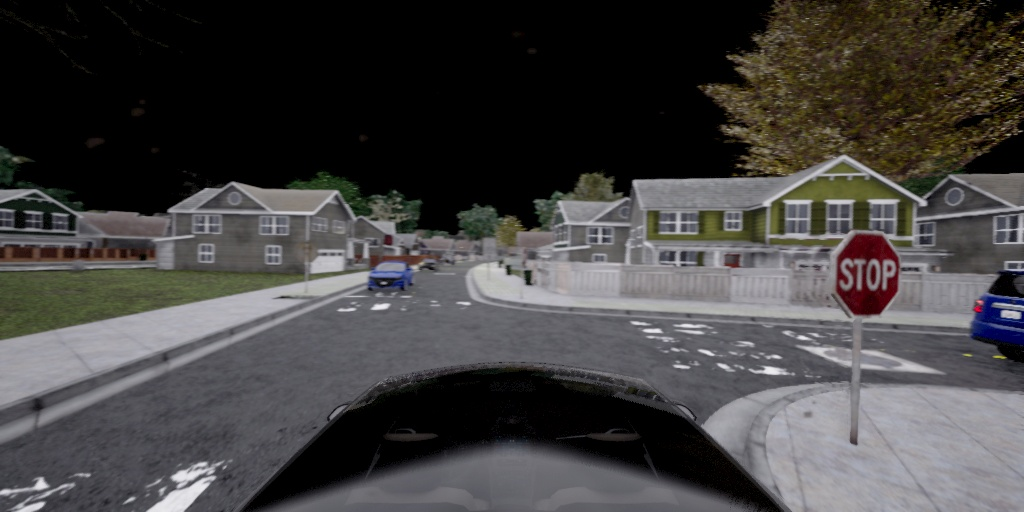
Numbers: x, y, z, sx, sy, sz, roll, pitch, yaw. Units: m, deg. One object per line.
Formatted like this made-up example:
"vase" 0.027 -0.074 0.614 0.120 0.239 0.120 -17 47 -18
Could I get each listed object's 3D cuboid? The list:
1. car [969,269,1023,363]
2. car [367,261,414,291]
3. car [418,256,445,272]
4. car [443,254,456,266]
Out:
"car" 12.320 1.303 6.457 5.566 2.045 2.150 2 0 11
"car" -6.641 1.020 20.034 1.882 1.535 5.008 1 1 -9
"car" -9.045 0.974 39.564 2.033 1.411 5.357 1 0 -5
"car" -10.080 0.518 56.237 2.097 1.767 4.553 1 0 -2
